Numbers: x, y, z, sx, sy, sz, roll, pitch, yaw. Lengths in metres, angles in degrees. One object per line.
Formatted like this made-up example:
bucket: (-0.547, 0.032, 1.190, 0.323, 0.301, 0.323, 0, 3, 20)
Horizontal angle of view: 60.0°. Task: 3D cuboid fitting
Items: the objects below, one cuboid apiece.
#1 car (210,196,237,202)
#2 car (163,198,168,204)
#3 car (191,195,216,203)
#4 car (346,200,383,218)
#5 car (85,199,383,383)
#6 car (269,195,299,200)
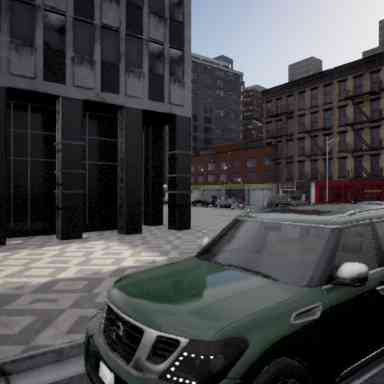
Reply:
car: (5.286, 1.727, 47.076, 2.128, 1.511, 4.902, 0, 0, -36)
car: (-4.041, 1.844, 65.042, 1.837, 1.490, 4.892, 0, 0, -36)
car: (2.175, 1.522, 56.641, 2.150, 2.045, 5.566, 0, 0, -36)
car: (17.167, 1.577, 30.820, 1.882, 1.535, 5.008, 0, -1, -37)
car: (1.517, 1.221, 4.462, 5.566, 2.045, 2.150, 0, 0, -36)
car: (11.320, 1.392, 38.821, 2.150, 2.045, 5.566, 0, -1, -36)
